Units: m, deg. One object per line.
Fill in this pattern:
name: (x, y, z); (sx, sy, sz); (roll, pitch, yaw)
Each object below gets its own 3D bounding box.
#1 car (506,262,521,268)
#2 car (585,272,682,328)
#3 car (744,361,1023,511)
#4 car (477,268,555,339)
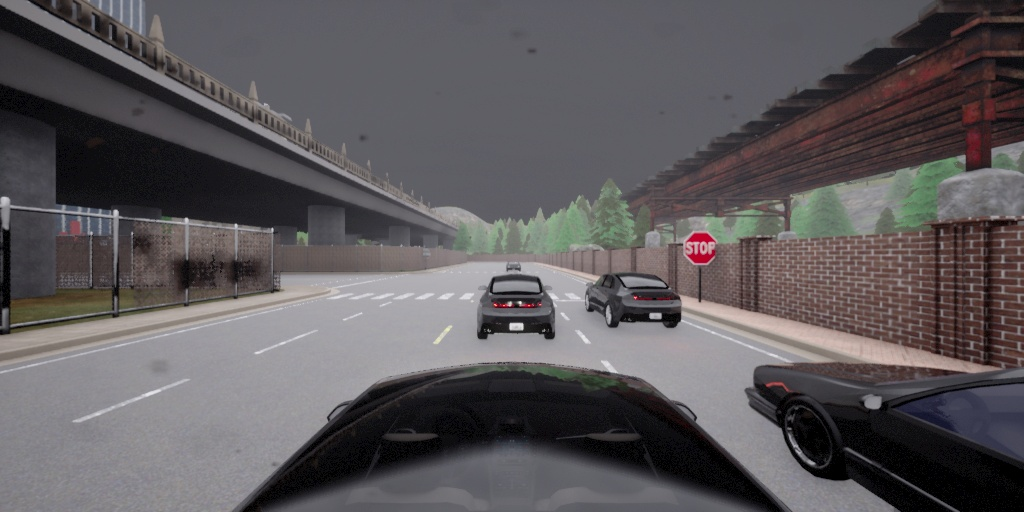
car: (0.184, 1.364, 46.313); (1.895, 1.301, 4.718); (0, 0, -1)
car: (3.600, 1.258, 11.393); (1.837, 1.490, 4.892); (0, 0, 0)
car: (3.600, 1.297, 1.647); (2.033, 1.411, 5.357); (0, 0, 0)
car: (0.099, 1.257, 10.034); (1.837, 1.490, 4.892); (0, 0, 0)
